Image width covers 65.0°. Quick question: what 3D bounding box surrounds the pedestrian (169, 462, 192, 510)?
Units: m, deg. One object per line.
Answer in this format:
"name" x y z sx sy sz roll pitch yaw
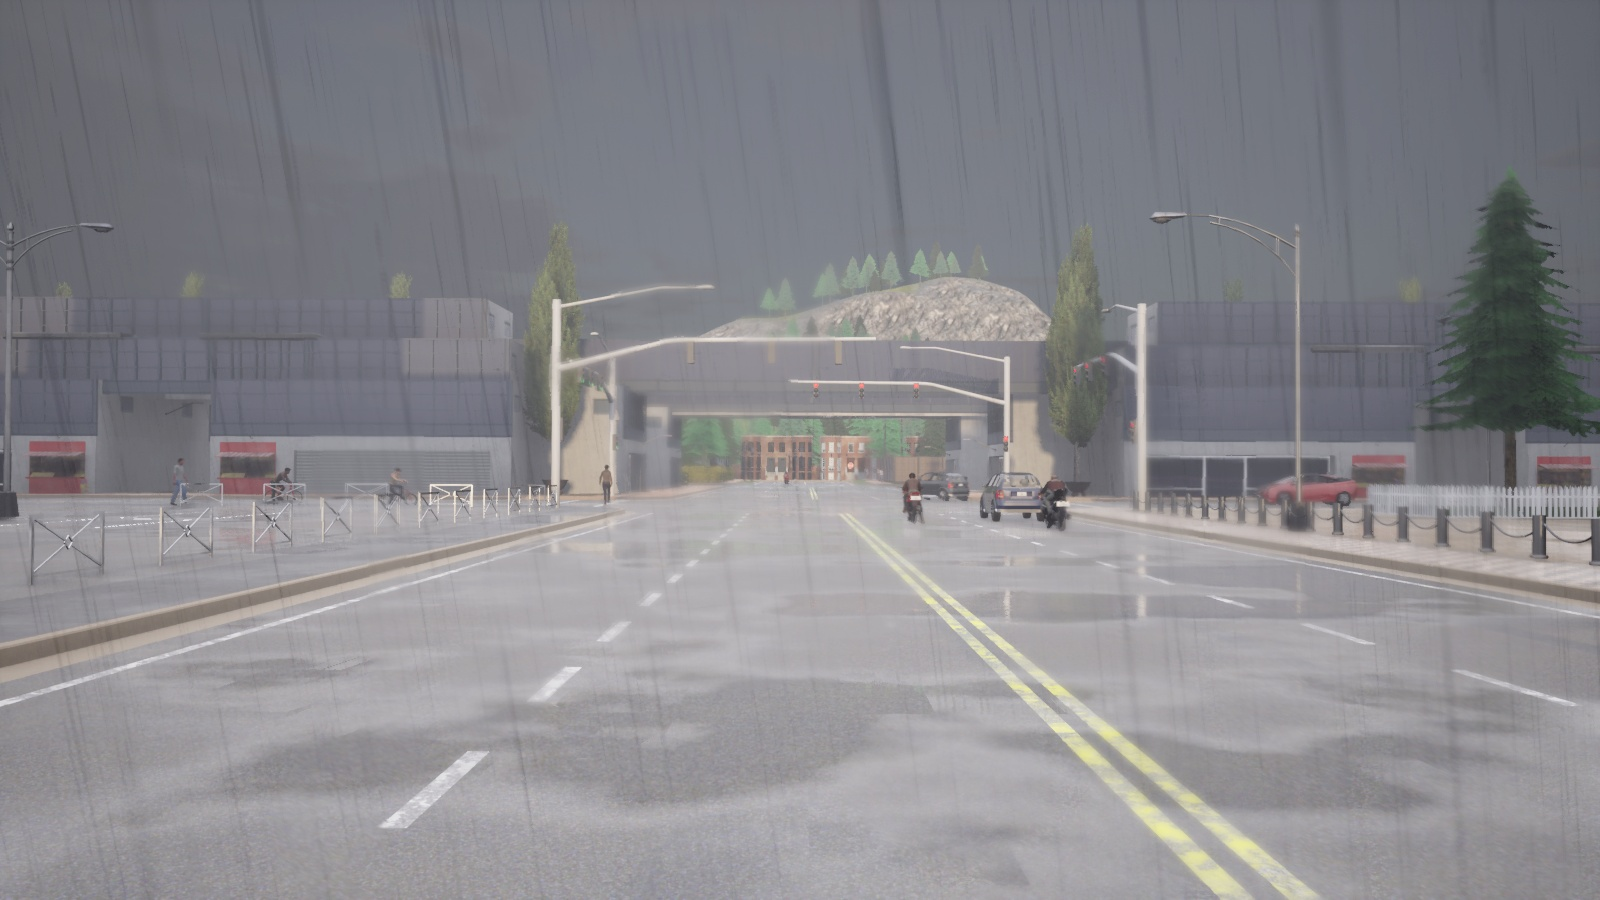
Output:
"pedestrian" -23.545 1.367 47.753 0.706 1.836 0.354 0 -1 -2

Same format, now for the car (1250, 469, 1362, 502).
"car" 23.998 1.665 59.685 4.514 1.525 2.007 0 -1 0

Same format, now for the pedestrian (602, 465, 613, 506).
"pedestrian" -8.686 1.600 56.648 0.328 1.805 0.869 0 -1 0

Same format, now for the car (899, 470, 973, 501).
"car" 7.180 1.879 66.556 1.789 1.549 3.705 0 -1 -40

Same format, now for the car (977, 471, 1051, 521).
"car" 6.895 1.449 40.792 1.789 1.549 3.705 0 -1 0

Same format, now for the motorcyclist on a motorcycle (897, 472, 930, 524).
"motorcyclist on a motorcycle" 3.393 1.415 37.733 0.797 1.523 2.044 0 -1 0

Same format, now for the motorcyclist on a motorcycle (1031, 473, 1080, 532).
"motorcyclist on a motorcycle" 6.913 1.392 34.036 0.866 1.530 2.191 0 -1 0
